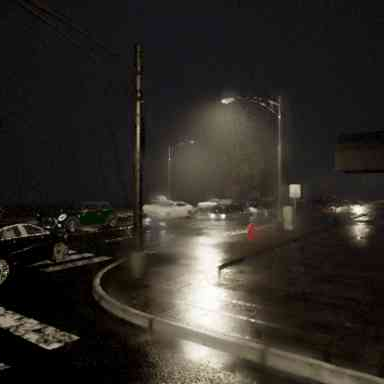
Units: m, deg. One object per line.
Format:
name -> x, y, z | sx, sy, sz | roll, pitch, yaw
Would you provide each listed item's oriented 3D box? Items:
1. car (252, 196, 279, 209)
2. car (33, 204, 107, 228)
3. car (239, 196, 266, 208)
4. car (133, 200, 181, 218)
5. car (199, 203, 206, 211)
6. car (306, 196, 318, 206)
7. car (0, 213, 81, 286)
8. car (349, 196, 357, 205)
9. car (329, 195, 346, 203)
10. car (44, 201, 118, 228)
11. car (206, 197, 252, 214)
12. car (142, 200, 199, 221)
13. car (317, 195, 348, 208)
car -> 9.911, 1.476, 43.585 | 1.895, 1.301, 4.718 | 0, 0, 36
car -> -8.539, 1.627, 23.691 | 1.895, 1.301, 4.718 | 0, 0, 33
car -> 8.729, 1.376, 47.471 | 1.812, 1.442, 4.674 | 0, 0, 37
car -> -3.182, 1.495, 31.096 | 1.812, 1.442, 4.674 | 0, 0, 36
car -> 2.640, 1.511, 39.129 | 1.895, 1.301, 4.718 | 0, 0, 36
car -> 18.525, 1.306, 49.665 | 1.882, 1.535, 5.008 | 0, 0, 36
car -> -5.451, 1.589, 9.707 | 2.128, 1.511, 4.902 | -1, 0, 7
car -> 25.037, 1.366, 53.120 | 1.994, 1.385, 4.181 | 0, 0, 36
car -> 26.754, 1.255, 61.038 | 1.837, 1.490, 4.892 | 0, 0, 36
car -> -6.792, 1.398, 20.485 | 2.097, 1.767, 4.553 | 0, 0, 35
car -> 4.023, 1.481, 35.511 | 2.033, 1.411, 5.357 | 0, 0, 35
car -> -1.675, 1.518, 27.628 | 1.812, 1.442, 4.674 | 0, 0, 36
car -> 18.938, 1.352, 44.692 | 2.128, 1.511, 4.902 | 0, 0, 36
